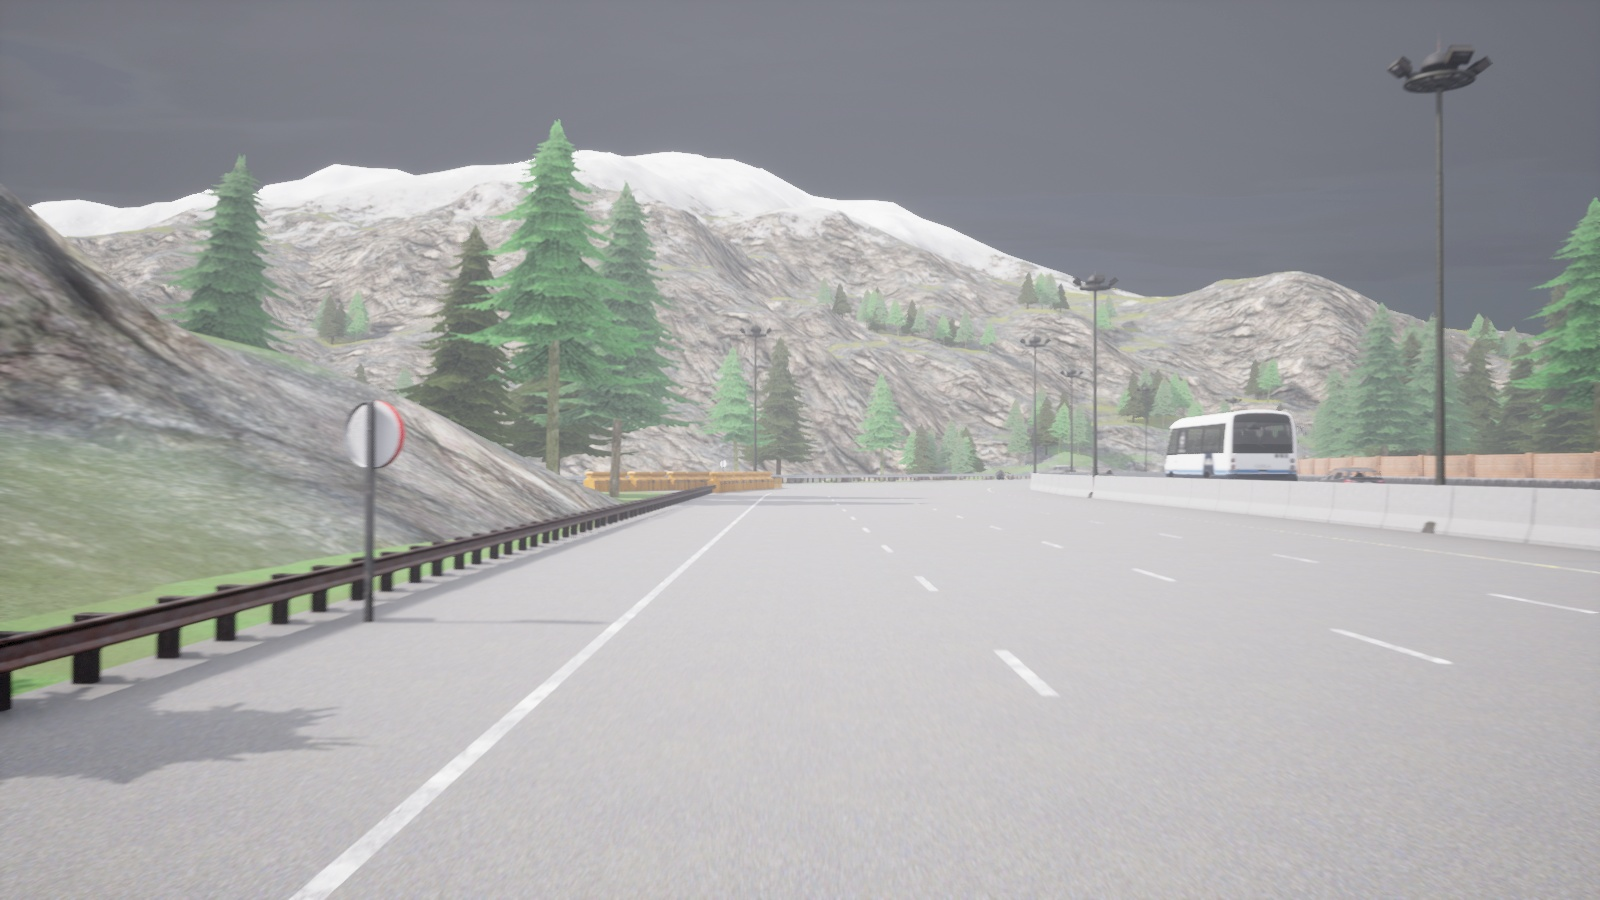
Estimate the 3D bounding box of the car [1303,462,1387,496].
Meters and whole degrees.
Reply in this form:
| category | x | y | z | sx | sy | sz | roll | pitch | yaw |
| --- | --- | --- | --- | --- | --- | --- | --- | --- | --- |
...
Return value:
| category | x | y | z | sx | sy | sz | roll | pitch | yaw |
| --- | --- | --- | --- | --- | --- | --- | --- | --- | --- |
| car | 27.846 | 1.454 | 64.326 | 2.242 | 1.667 | 4.611 | 0 | -1 | 0 |

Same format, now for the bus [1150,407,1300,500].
| category | x | y | z | sx | sy | sz | roll | pitch | yaw |
| --- | --- | --- | --- | --- | --- | --- | --- | --- | --- |
| bus | 20.846 | 0.235 | 62.480 | 3.944 | 4.253 | 10.273 | 0 | -1 | 0 |
